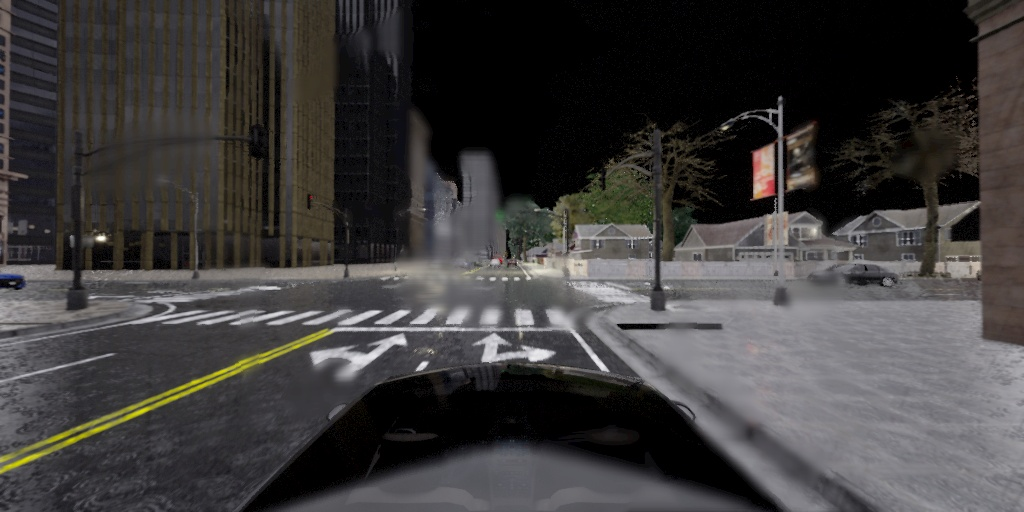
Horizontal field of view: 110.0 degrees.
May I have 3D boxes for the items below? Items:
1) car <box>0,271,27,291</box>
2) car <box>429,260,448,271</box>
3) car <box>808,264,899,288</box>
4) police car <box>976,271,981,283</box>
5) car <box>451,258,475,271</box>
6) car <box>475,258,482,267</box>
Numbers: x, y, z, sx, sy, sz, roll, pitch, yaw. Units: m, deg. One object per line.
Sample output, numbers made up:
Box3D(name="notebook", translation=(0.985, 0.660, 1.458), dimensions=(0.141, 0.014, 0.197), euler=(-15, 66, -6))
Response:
Box3D(name="car", translation=(-29.785, 1.221, 19.450), dimensions=(5.008, 1.535, 1.882), euler=(0, -1, -4))
Box3D(name="car", translation=(-9.803, 1.255, 48.208), dimensions=(2.128, 1.511, 4.902), euler=(0, 0, 0))
Box3D(name="car", translation=(22.184, 1.279, 23.407), dimensions=(4.892, 1.490, 1.837), euler=(0, -1, 0))
Box3D(name="police car", translation=(37.442, 1.301, 26.455), dimensions=(4.974, 1.542, 2.038), euler=(0, -1, 0))
Box3D(name="car", translation=(-6.556, 1.114, 47.898), dimensions=(2.097, 1.767, 4.553), euler=(0, 0, 0))
Box3D(name="car", translation=(-6.501, 1.120, 63.881), dimensions=(2.097, 1.767, 4.553), euler=(0, 0, 0))
